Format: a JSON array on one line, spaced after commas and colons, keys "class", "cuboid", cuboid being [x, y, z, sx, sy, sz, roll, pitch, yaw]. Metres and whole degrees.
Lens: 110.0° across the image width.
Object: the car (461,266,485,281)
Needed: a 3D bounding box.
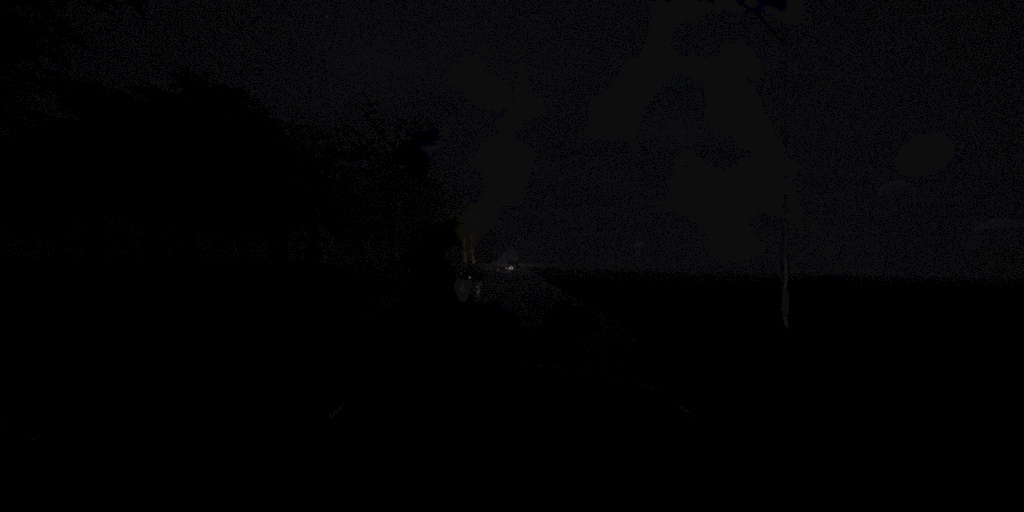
[{"class": "car", "cuboid": [-3.601, 1.609, 33.502, 1.895, 1.301, 4.718, 0, -1, 0]}]
